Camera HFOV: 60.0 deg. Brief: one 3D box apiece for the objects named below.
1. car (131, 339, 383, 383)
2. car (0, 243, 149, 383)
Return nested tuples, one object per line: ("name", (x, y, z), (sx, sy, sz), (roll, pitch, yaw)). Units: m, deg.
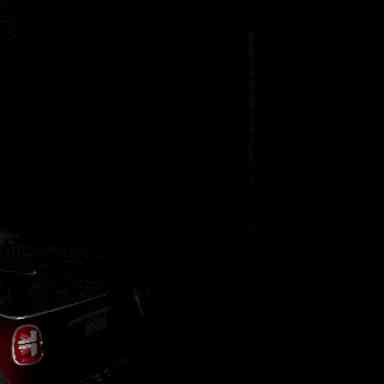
("car", (1.892, 1.581, 1.461), (4.206, 1.307, 1.802), (0, 0, 36))
("car", (-2.601, 1.450, 4.667), (4.097, 1.590, 1.967), (0, 0, 36))
